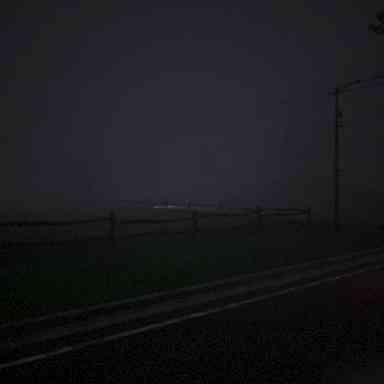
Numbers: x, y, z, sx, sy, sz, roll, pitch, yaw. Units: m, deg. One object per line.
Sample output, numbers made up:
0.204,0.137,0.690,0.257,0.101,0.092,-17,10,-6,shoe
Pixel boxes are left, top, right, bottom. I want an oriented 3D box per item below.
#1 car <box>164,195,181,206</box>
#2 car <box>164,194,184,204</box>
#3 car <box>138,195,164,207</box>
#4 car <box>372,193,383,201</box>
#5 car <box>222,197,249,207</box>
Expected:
-4.189,1.573,54.267,1.994,1.385,4.181,0,0,-36,car
-3.907,1.558,59.862,2.033,1.411,5.357,0,0,-36,car
-6.790,1.533,51.889,1.812,1.442,4.674,0,0,-36,car
46.643,1.257,81.449,2.150,2.045,5.566,0,0,-21,car
6.673,1.504,51.231,2.128,1.511,4.902,0,0,-36,car
